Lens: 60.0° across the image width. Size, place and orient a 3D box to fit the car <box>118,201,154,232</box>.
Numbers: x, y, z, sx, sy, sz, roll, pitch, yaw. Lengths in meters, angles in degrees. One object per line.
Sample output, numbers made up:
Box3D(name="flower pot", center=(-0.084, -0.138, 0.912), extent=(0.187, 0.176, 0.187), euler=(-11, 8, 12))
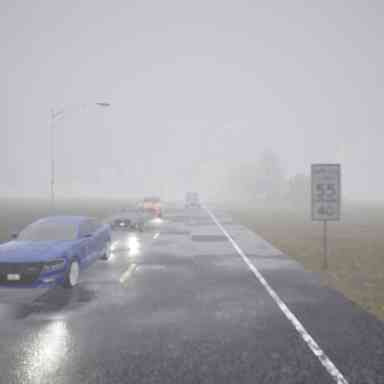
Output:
Box3D(name="car", center=(-3.590, 1.449, 19.084), extent=(1.994, 1.385, 4.181), euler=(0, 0, 0))

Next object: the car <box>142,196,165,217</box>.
Box3D(name="car", center=(-3.536, 1.174, 29.108), extent=(2.097, 1.767, 4.553), euler=(0, 0, 1))

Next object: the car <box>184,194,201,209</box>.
Box3D(name="car", center=(0.096, 1.293, 40.839), extent=(2.033, 1.411, 5.357), euler=(0, 0, 0))

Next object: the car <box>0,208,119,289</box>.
Box3D(name="car", center=(-3.599, 1.422, 9.189), extent=(1.882, 1.535, 5.008), euler=(0, 0, 0))

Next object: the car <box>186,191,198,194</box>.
Box3D(name="car", center=(0.013, 0.892, 51.490), extent=(2.150, 2.045, 5.566), euler=(0, 0, 0))
